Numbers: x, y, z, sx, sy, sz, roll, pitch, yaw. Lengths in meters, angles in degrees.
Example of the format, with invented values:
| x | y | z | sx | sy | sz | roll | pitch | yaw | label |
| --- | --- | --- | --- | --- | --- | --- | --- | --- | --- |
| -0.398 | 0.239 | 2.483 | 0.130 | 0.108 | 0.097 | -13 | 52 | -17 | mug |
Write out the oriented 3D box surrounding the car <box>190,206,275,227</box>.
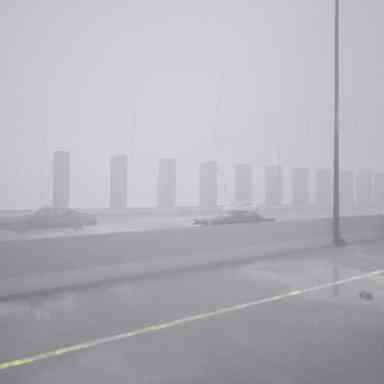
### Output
| x | y | z | sx | sy | sz | roll | pitch | yaw | label |
| --- | --- | --- | --- | --- | --- | --- | --- | --- | --- |
| 2.252 | 1.664 | 18.071 | 4.718 | 1.301 | 1.895 | 0 | 0 | -33 | car |

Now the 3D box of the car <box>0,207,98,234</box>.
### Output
| x | y | z | sx | sy | sz | roll | pitch | yaw | label |
| --- | --- | --- | --- | --- | --- | --- | --- | --- | --- |
| -8.309 | 1.565 | 19.450 | 5.357 | 1.411 | 2.033 | 0 | 0 | -34 | car |

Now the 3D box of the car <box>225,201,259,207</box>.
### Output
| x | y | z | sx | sy | sz | roll | pitch | yaw | label |
| --- | --- | --- | --- | --- | --- | --- | --- | --- | --- |
| 4.614 | 1.641 | 32.136 | 4.674 | 1.442 | 1.812 | 0 | 0 | -32 | car |
